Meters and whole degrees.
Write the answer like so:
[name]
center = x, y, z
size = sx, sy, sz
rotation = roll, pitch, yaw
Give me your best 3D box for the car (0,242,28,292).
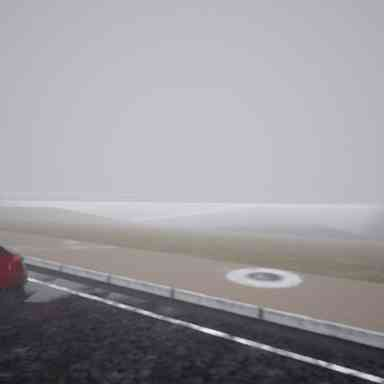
[car]
center = -5.689, 1.555, 7.723
size = 4.181, 1.385, 1.994
rotation = 0, 0, 36
